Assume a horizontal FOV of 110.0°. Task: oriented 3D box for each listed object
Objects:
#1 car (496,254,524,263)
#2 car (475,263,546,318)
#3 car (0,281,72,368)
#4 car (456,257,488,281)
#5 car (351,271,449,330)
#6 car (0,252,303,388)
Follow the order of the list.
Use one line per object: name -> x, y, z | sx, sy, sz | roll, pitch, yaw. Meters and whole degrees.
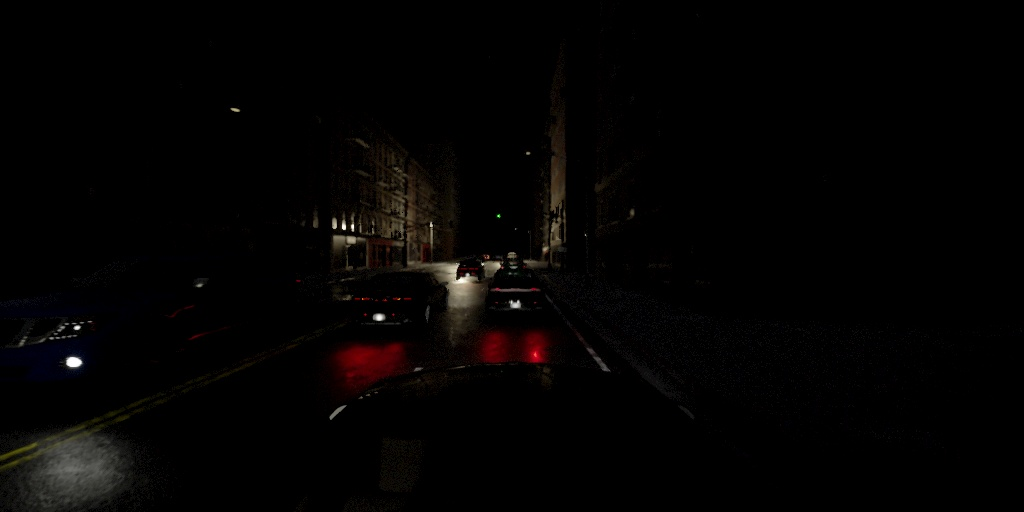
car -> 0.106, 0.908, 27.231 | 2.097, 1.767, 4.553 | 0, 0, 0
car -> 0.103, 1.160, 12.521 | 2.128, 1.511, 4.902 | 0, 0, 0
car -> -9.848, 1.251, 4.938 | 1.812, 1.442, 4.674 | 0, 0, 0
car -> -3.144, 1.056, 27.815 | 1.837, 1.490, 4.892 | 0, 0, 0
car -> -3.147, 1.186, 10.910 | 1.837, 1.490, 4.892 | 0, 0, 0
car -> -6.600, 0.931, 7.173 | 2.150, 2.045, 5.566 | 0, 0, 0
